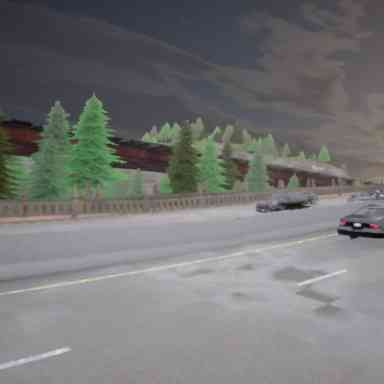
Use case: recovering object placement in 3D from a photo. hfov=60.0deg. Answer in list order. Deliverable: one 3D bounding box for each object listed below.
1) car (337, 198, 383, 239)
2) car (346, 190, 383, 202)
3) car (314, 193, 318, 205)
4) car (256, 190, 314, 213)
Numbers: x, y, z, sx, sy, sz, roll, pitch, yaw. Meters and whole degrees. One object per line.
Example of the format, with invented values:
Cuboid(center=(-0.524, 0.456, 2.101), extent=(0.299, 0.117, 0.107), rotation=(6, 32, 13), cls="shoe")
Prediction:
Cuboid(center=(8.246, 1.182, 13.928), extent=(5.357, 1.411, 2.033), rotation=(-3, 2, -35), cls="car")
Cuboid(center=(14.562, 0.618, 27.272), extent=(4.902, 1.511, 2.128), rotation=(-3, 2, -35), cls="car")
Cuboid(center=(10.487, 0.619, 32.963), extent=(4.902, 1.511, 2.128), rotation=(-3, 2, -35), cls="car")
Cuboid(center=(7.155, 0.739, 26.291), extent=(4.553, 1.767, 2.097), rotation=(-3, 2, -35), cls="car")
